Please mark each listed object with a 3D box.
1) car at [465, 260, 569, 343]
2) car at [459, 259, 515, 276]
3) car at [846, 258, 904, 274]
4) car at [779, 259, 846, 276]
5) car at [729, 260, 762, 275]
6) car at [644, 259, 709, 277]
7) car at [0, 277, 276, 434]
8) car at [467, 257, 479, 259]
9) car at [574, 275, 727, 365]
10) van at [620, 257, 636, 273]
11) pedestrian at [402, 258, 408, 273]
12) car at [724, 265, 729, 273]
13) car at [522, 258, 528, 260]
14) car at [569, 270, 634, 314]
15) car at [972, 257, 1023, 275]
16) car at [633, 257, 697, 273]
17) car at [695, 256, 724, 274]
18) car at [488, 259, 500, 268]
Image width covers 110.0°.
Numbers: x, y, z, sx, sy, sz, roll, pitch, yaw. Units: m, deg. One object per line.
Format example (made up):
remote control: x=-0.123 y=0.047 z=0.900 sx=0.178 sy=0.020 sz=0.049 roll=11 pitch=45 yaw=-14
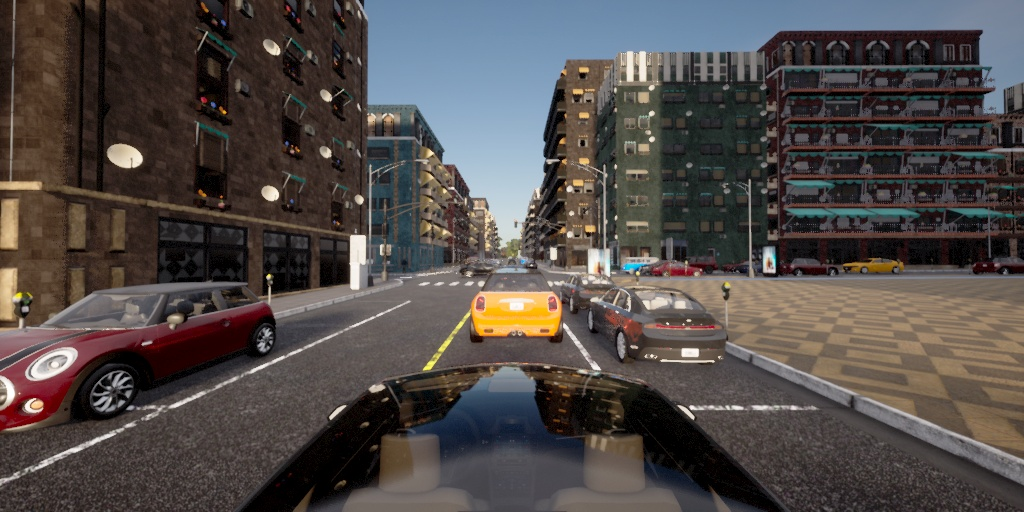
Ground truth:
car: x=0.100 y=1.102 z=9.848 sx=2.097 sy=1.767 sz=4.553 roll=0 pitch=0 yaw=0
car: x=-2.381 y=1.241 z=32.783 sx=4.892 sy=1.490 sz=1.837 roll=0 pitch=-1 yaw=0
car: x=35.816 y=0.967 z=35.688 sx=5.008 sy=1.535 sz=1.882 roll=0 pitch=-1 yaw=1
car: x=24.771 y=0.928 z=29.979 sx=4.097 sy=1.591 sz=1.967 roll=0 pitch=0 yaw=0
car: x=25.178 y=1.118 z=35.777 sx=5.357 sy=1.411 sz=2.033 roll=0 pitch=-1 yaw=0
car: x=13.716 y=1.155 z=30.062 sx=4.207 sy=1.307 sz=1.802 roll=0 pitch=0 yaw=0
car: x=-5.818 y=1.190 z=5.635 sx=1.967 sy=1.591 sz=4.097 roll=0 pitch=0 yaw=0
car: x=-5.676 y=1.071 z=51.673 sx=2.192 sy=1.841 sz=5.009 roll=0 pitch=0 yaw=0
car: x=2.822 y=1.301 z=7.868 sx=2.007 sy=1.370 sz=4.403 roll=0 pitch=0 yaw=0
van: x=13.780 y=1.036 z=38.442 sx=3.998 sy=1.789 sz=1.690 roll=0 pitch=0 yaw=0
pedestrian: x=-12.518 y=1.087 z=41.600 sx=0.375 sy=1.860 sz=0.375 roll=0 pitch=0 yaw=0
car: x=24.835 y=1.156 z=38.359 sx=4.507 sy=1.381 sz=1.888 roll=0 pitch=0 yaw=0
car: x=2.705 y=1.322 z=51.631 sx=1.948 sy=1.339 sz=4.313 roll=0 pitch=0 yaw=0
car: x=2.824 y=1.301 z=13.438 sx=2.007 sy=1.370 sz=4.403 roll=0 pitch=0 yaw=0
car: x=41.352 y=0.804 z=29.856 sx=4.097 sy=1.591 sz=1.967 roll=0 pitch=0 yaw=0
car: x=15.210 y=1.138 z=35.852 sx=4.902 sy=1.511 sz=2.128 roll=0 pitch=-1 yaw=0
car: x=19.308 y=0.968 z=38.401 sx=5.009 sy=1.841 sz=2.192 roll=0 pitch=0 yaw=0
car: x=-3.064 y=1.284 z=60.920 sx=1.812 sy=1.442 sz=4.674 roll=0 pitch=0 yaw=0
